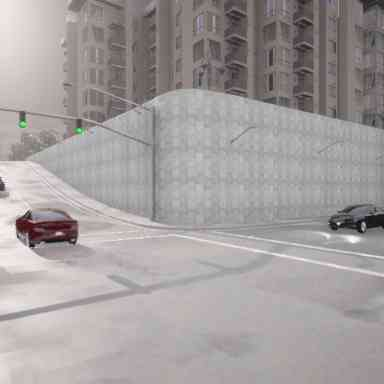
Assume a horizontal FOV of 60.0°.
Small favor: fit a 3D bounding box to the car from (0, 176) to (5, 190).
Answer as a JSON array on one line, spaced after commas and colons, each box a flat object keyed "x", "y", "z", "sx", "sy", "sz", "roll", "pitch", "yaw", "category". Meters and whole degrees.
[{"x": -20.831, "y": -1.145, "z": 34.763, "sx": 1.994, "sy": 1.385, "sz": 4.181, "roll": 0, "pitch": 12, "yaw": -36, "category": "car"}]

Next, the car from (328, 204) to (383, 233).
[{"x": 10.057, "y": 1.505, "z": 19.779, "sx": 4.892, "sy": 1.490, "sz": 1.837, "roll": 0, "pitch": 0, "yaw": -36, "category": "car"}]

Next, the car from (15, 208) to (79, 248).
[{"x": -6.687, "y": 1.470, "z": 15.096, "sx": 1.882, "sy": 1.535, "sz": 5.008, "roll": 0, "pitch": 1, "yaw": -36, "category": "car"}]
